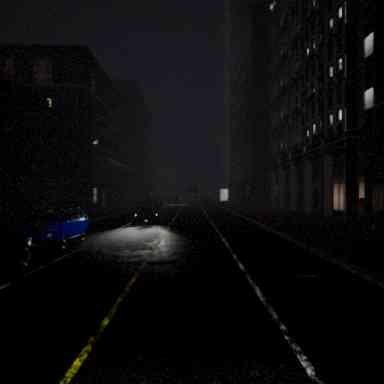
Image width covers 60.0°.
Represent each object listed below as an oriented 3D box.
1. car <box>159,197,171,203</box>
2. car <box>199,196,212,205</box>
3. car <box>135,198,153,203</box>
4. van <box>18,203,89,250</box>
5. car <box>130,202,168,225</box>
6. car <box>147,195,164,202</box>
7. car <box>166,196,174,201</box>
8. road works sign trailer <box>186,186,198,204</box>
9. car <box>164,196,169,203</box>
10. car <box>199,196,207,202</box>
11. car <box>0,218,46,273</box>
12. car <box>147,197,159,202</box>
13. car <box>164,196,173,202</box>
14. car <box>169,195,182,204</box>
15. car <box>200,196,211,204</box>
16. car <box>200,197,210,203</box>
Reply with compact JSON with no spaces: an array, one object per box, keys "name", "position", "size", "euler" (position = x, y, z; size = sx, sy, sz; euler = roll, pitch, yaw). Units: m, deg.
[{"name":"car","position":[-5.698,1.677,70.547],"size":[2.008,1.369,4.403],"euler":[0,0,0]},{"name":"car","position":[2.684,1.627,59.422],"size":[1.752,1.417,4.829],"euler":[0,0,0]},{"name":"car","position":[-5.694,1.638,36.656],"size":[1.802,1.307,4.206],"euler":[0,0,0]},{"name":"van","position":[-5.692,1.362,14.063],"size":[1.690,1.788,3.998],"euler":[0,0,0]},{"name":"car","position":[-3.103,1.636,24.715],"size":[1.895,1.301,4.718],"euler":[0,0,0]},{"name":"car","position":[-5.696,1.394,47.954],"size":[2.192,1.841,5.009],"euler":[0,0,0]},{"name":"car","position":[-5.700,1.692,87.324],"size":[1.752,1.417,4.829],"euler":[0,0,0]},{"name":"road works sign trailer","position":[-0.006,0.578,65.060],"size":[2.380,3.560,2.880],"euler":[0,0,0]},{"name":"car","position":[-5.696,1.543,59.251],"size":[1.967,1.590,4.097],"euler":[0,0,0]},{"name":"car","position":[2.682,1.718,81.846],"size":[1.947,1.339,4.313],"euler":[0,0,0]},{"name":"car","position":[-5.692,1.579,8.413],"size":[1.947,1.339,4.313],"euler":[0,0,0]},{"name":"car","position":[-5.695,1.650,42.305],"size":[1.802,1.307,4.206],"euler":[0,0,0]},{"name":"car","position":[-5.699,1.719,81.844],"size":[1.947,1.339,4.313],"euler":[0,0,0]},{"name":"car","position":[-3.031,1.466,65.207],"size":[2.097,1.767,4.553],"euler":[0,0,1]},{"name":"car","position":[2.684,1.553,64.899],"size":[1.967,1.590,4.097],"euler":[0,0,0]},{"name":"car","position":[2.683,1.676,70.549],"size":[2.008,1.369,4.403],"euler":[0,0,0]}]
